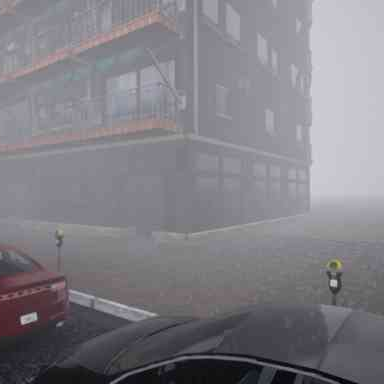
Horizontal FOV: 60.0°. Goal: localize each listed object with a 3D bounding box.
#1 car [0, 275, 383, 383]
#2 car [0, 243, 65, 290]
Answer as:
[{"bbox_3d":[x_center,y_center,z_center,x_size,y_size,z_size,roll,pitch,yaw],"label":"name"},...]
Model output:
[{"bbox_3d":[0.611,1.566,2.439,4.313,1.339,1.947,0,0,35],"label":"car"},{"bbox_3d":[-3.978,1.543,5.712,4.507,1.381,1.887,0,0,35],"label":"car"}]
